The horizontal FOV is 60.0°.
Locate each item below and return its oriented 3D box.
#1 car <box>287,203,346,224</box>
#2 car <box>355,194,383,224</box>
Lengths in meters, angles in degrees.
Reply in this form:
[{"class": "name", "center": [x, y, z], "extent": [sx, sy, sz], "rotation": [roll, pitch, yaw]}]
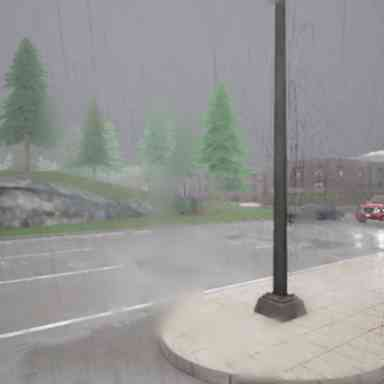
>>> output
[{"class": "car", "center": [9.079, 1.503, 24.369], "extent": [5.357, 1.411, 2.033], "rotation": [0, 0, -35]}, {"class": "car", "center": [13.809, 1.177, 23.388], "extent": [5.566, 2.045, 2.150], "rotation": [0, 0, -35]}]
